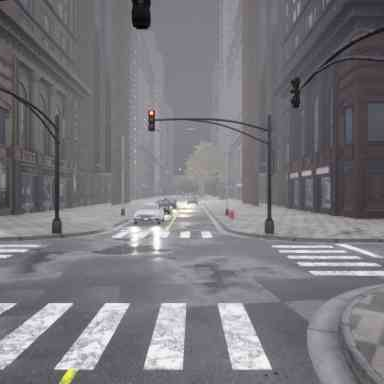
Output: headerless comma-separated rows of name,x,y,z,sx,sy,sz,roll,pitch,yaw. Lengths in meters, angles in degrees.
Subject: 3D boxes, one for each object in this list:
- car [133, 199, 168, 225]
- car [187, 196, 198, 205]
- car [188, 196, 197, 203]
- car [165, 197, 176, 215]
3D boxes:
car,-3.082,1.526,24.463,1.812,1.442,4.674,0,0,0
car,0.133,1.582,59.379,2.033,1.411,5.357,0,0,0
car,0.152,1.574,69.729,1.812,1.442,4.674,0,0,0
car,-3.075,1.552,34.873,2.033,1.411,5.357,0,0,0
